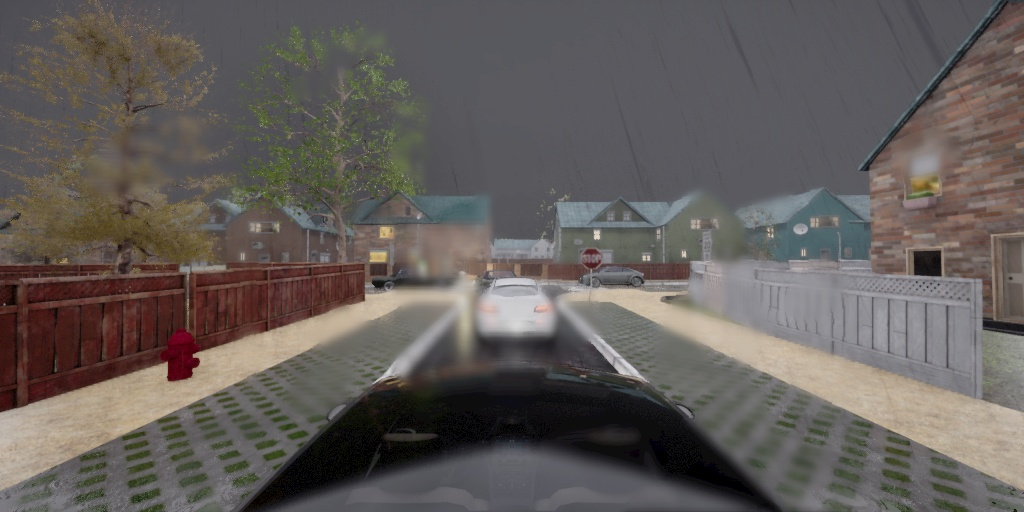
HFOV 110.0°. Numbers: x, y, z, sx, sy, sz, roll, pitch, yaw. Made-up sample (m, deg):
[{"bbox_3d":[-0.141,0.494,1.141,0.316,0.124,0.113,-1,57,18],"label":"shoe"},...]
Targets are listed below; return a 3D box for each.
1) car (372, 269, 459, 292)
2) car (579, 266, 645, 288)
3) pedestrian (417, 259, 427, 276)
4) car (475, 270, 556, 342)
[{"bbox_3d":[-5.496,1.417,20.913,4.718,1.301,1.895,-1,-1,1],"label":"car"},{"bbox_3d":[6.523,1.344,23.712,4.181,1.385,1.994,0,-1,1],"label":"car"},{"bbox_3d":[-6.718,1.119,26.797,0.375,1.860,0.375,0,-1,1],"label":"pedestrian"},{"bbox_3d":[0.097,1.280,9.713,1.812,1.442,4.674,0,0,0],"label":"car"}]
